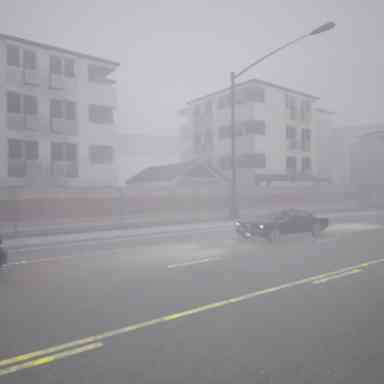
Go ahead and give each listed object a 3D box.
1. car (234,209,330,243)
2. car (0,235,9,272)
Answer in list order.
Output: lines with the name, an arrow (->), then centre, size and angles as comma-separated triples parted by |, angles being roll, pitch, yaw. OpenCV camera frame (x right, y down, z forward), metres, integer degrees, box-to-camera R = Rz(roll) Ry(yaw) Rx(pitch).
car -> 4.225, 1.473, 15.472 | 4.718, 1.301, 1.895 | -1, 0, -34
car -> -6.960, 1.570, 7.562 | 4.892, 1.490, 1.837 | -1, 0, -36
